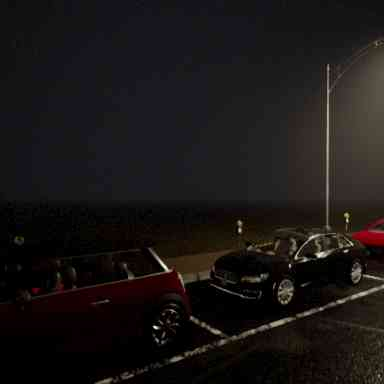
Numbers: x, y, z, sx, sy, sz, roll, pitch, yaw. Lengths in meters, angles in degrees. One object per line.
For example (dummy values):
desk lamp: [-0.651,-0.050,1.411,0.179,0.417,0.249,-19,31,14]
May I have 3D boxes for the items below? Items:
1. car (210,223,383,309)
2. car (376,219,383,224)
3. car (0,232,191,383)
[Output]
car: [2.413,1.548,7.808,4.403,1.369,2.008,0,1,-35]
car: [6.920,1.540,11.023,4.507,1.381,1.887,0,1,-35]
car: [-2.094,1.440,4.593,4.097,1.590,1.967,0,1,-35]
